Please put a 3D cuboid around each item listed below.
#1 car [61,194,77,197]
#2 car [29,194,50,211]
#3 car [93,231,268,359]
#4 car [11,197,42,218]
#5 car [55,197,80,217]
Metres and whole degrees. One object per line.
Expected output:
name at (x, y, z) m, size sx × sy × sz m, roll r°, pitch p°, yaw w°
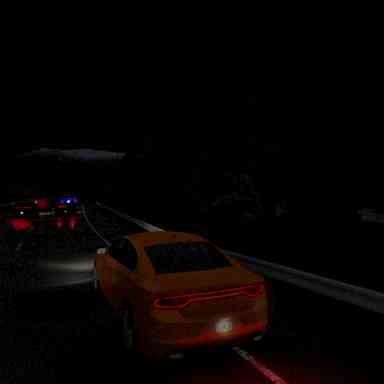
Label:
car at (-15.290, 1.221, 41.448) m, size 2.150 × 2.045 × 5.566 m, roll 0°, pitch 0°, yaw -18°
car at (-18.458, 1.221, 40.061) m, size 2.150 × 2.045 × 5.566 m, roll 0°, pitch 0°, yaw -19°
car at (-0.640, 1.478, 6.295) m, size 1.882 × 1.535 × 5.008 m, roll 0°, pitch 0°, yaw -25°
car at (-15.059, 1.505, 30.161) m, size 1.837 × 1.490 × 4.892 m, roll 0°, pitch 0°, yaw -19°
car at (-11.882, 1.491, 31.546) m, size 2.128 × 1.511 × 4.902 m, roll 0°, pitch 0°, yaw -19°
